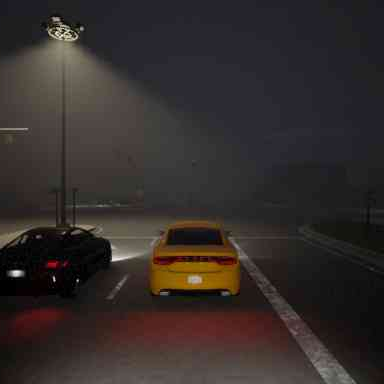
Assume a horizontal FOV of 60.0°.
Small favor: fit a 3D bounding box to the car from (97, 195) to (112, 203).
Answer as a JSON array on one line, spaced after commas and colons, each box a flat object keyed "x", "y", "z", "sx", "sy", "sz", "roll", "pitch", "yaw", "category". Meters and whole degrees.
[{"x": -18.411, "y": 1.500, "z": 69.897, "sx": 1.837, "sy": 1.490, "sz": 4.892, "roll": 0, "pitch": 0, "yaw": 0, "category": "car"}]

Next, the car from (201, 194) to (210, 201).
[{"x": 3.612, "y": 1.588, "z": 87.499, "sx": 1.895, "sy": 1.301, "sz": 4.718, "roll": 0, "pitch": 0, "yaw": 0, "category": "car"}]

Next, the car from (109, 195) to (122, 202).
[{"x": -18.398, "y": 1.500, "z": 80.076, "sx": 1.837, "sy": 1.490, "sz": 4.892, "roll": 0, "pitch": 0, "yaw": 0, "category": "car"}]

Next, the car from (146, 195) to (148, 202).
[{"x": -11.400, "y": 1.500, "z": 78.256, "sx": 1.837, "sy": 1.490, "sz": 4.892, "roll": 0, "pitch": 0, "yaw": 0, "category": "car"}]

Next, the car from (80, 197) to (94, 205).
[{"x": -18.484, "y": 1.601, "z": 59.747, "sx": 1.895, "sy": 1.301, "sz": 4.718, "roll": 0, "pitch": 0, "yaw": 0, "category": "car"}]

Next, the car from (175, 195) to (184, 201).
[{"x": -3.388, "y": 1.517, "z": 87.478, "sx": 1.812, "sy": 1.442, "sz": 4.674, "roll": 0, "pitch": 0, "yaw": 0, "category": "car"}]

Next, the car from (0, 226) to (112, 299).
[{"x": -3.425, "y": 1.564, "z": 8.522, "sx": 1.994, "sy": 1.385, "sz": 4.181, "roll": 0, "pitch": 0, "yaw": 0, "category": "car"}]

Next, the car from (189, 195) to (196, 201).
[{"x": 0.111, "y": 1.491, "z": 87.057, "sx": 1.837, "sy": 1.490, "sz": 4.892, "roll": 0, "pitch": 0, "yaw": 0, "category": "car"}]

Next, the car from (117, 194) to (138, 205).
[{"x": -11.499, "y": 1.547, "z": 58.964, "sx": 2.033, "sy": 1.411, "sz": 5.357, "roll": 0, "pitch": 0, "yaw": 0, "category": "car"}]

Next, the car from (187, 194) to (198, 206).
[{"x": 0.072, "y": 1.526, "z": 56.447, "sx": 1.812, "sy": 1.442, "sz": 4.674, "roll": 0, "pitch": 0, "yaw": 0, "category": "car"}]

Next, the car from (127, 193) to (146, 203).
[{"x": -11.418, "y": 1.352, "z": 68.082, "sx": 2.097, "sy": 1.767, "sz": 4.553, "roll": 0, "pitch": 0, "yaw": 0, "category": "car"}]

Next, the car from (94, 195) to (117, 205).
[{"x": -15.003, "y": 1.564, "z": 57.764, "sx": 1.994, "sy": 1.385, "sz": 4.181, "roll": 0, "pitch": 0, "yaw": 0, "category": "car"}]

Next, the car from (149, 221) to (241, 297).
[{"x": 0.076, "y": 1.478, "z": 8.651, "sx": 1.882, "sy": 1.535, "sz": 5.008, "roll": 0, "pitch": 0, "yaw": 0, "category": "car"}]
